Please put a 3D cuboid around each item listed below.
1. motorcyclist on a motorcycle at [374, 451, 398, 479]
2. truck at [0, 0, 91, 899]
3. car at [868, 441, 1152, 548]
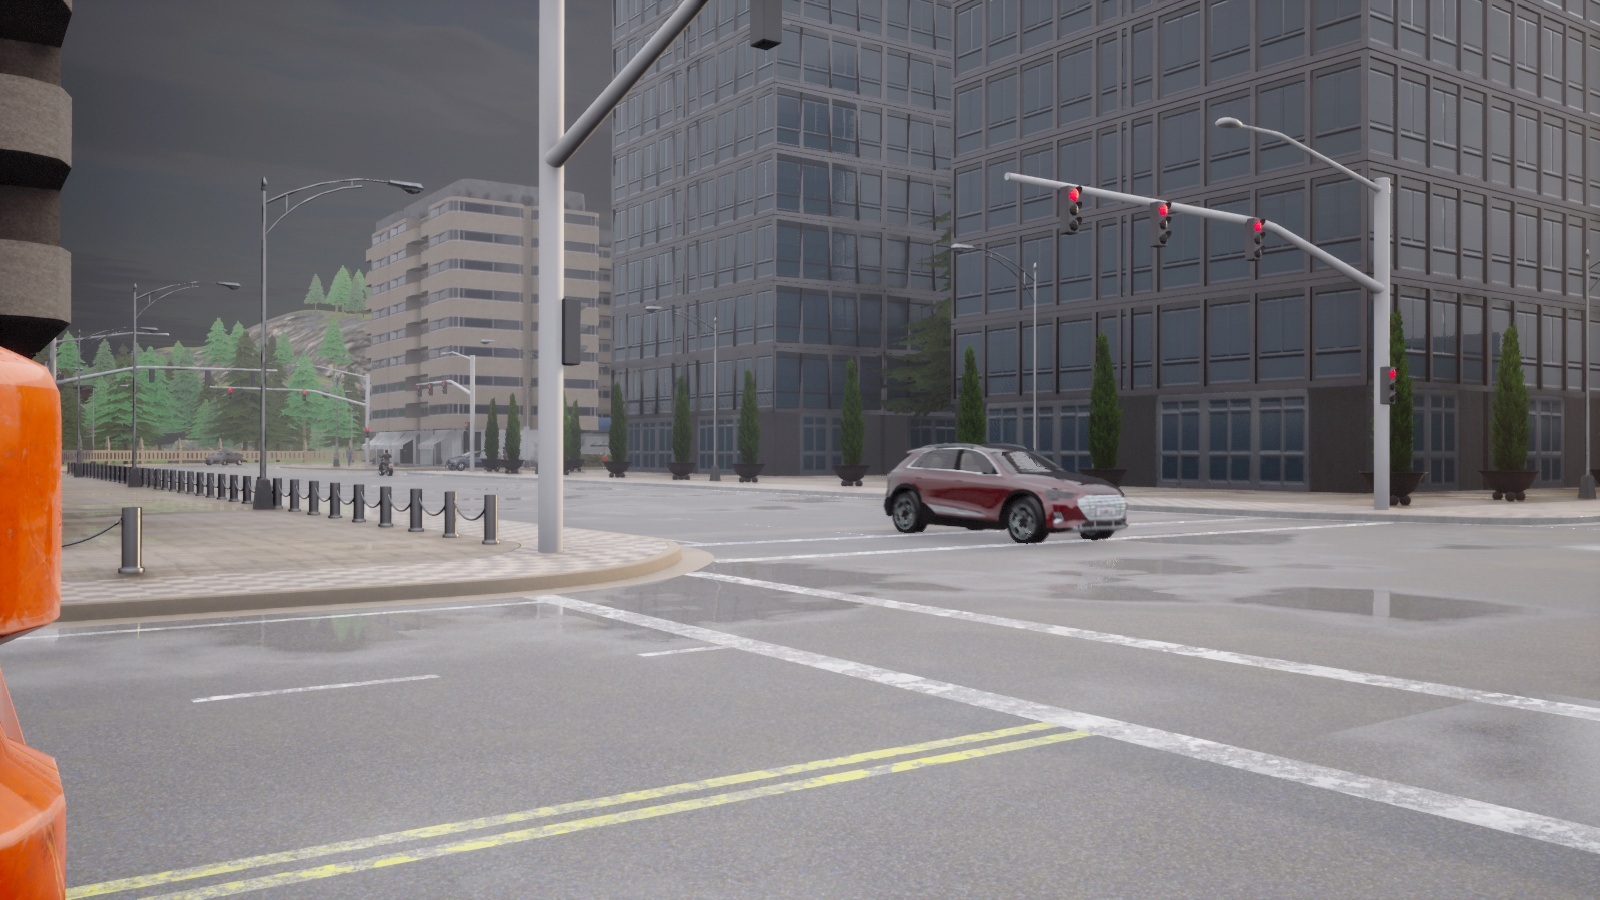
[{"bbox_3d":[-24.902,0.877,75.473,0.766,1.649,2.350,0,0,-34],"label":"motorcyclist on a motorcycle"},{"bbox_3d":[-4.853,-0.226,0.292,7.936,3.462,2.891,0,0,-35],"label":"truck"},{"bbox_3d":[3.495,0.674,21.826,2.033,1.649,4.856,0,0,-36],"label":"car"}]
